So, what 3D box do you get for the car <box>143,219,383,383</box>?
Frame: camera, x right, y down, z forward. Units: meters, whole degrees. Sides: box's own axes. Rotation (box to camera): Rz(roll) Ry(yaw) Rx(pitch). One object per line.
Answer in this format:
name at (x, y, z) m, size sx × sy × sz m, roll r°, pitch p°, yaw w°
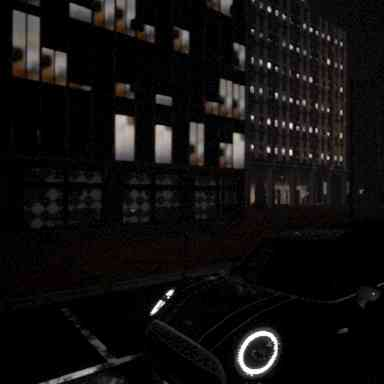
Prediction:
car at (1.627, 1.351, 4.542) m, size 4.553 × 1.767 × 2.097 m, roll 0°, pitch 0°, yaw -35°
